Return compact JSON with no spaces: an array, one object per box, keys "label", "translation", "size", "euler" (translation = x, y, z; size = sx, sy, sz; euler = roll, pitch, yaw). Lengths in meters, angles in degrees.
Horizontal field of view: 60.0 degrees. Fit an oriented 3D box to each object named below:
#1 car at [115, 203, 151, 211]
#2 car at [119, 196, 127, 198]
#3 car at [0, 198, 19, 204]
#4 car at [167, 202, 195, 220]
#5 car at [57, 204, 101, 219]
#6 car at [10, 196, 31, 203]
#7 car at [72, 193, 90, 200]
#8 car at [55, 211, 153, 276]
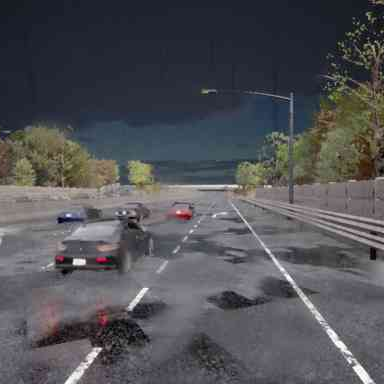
[{"label":"car","translation":[-4.556,1.547,26.084],"size":[2.033,1.411,5.357],"euler":[0,0,5]},{"label":"car","translation":[-14.615,1.575,70.512],"size":[1.812,1.442,4.674],"euler":[0,0,5]},{"label":"car","translation":[-18.405,1.565,30.561],"size":[1.994,1.385,4.181],"euler":[0,0,5]},{"label":"car","translation":[-0.862,1.565,28.018],"size":[1.994,1.385,4.181],"euler":[0,0,5]},{"label":"car","translation":[-8.204,1.564,24.639],"size":[1.994,1.385,4.181],"euler":[0,0,5]},{"label":"car","translation":[-24.050,1.359,45.516],"size":[2.097,1.767,4.553],"euler":[0,0,6]},{"label":"car","translation":[-24.805,1.282,74.352],"size":[2.150,2.045,5.566],"euler":[0,0,5]},{"label":"car","translation":[-2.497,1.525,10.302],"size":[1.812,1.442,4.674],"euler":[0,0,5]}]
